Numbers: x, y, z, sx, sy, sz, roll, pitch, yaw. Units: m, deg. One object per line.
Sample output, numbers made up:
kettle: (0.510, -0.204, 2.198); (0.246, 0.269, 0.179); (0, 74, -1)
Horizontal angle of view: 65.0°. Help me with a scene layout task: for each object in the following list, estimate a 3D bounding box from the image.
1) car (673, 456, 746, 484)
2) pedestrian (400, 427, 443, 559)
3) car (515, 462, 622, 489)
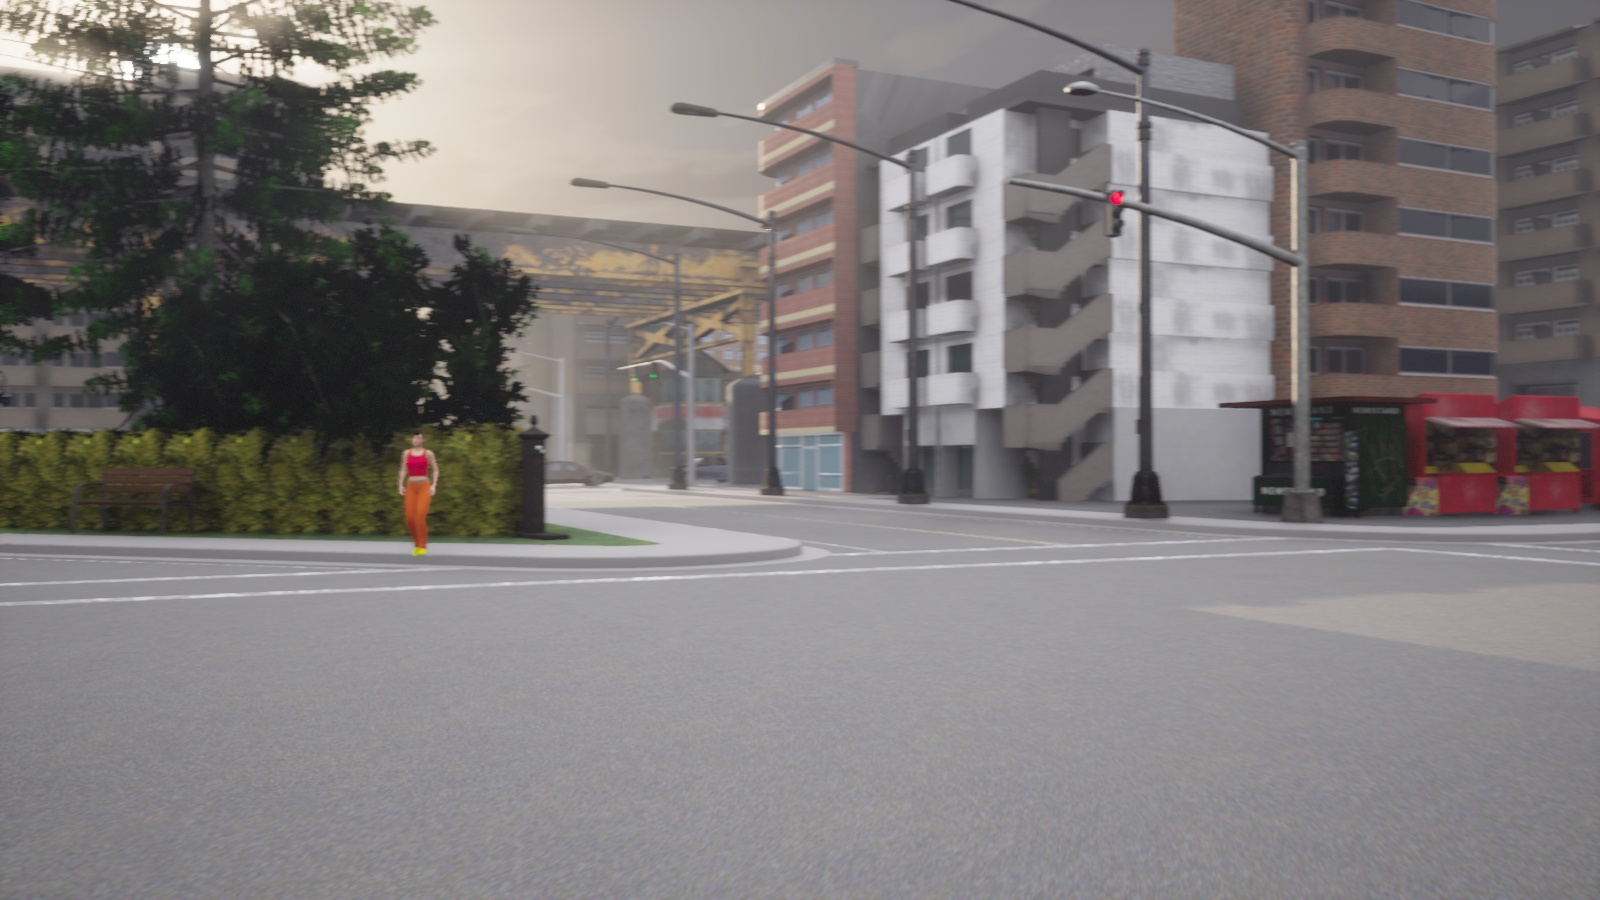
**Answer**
car: (-5.434, 1.197, 75.278); (3.988, 1.617, 1.851); (0, 0, -25)
pedestrian: (-5.367, 0.600, 17.833); (0.345, 1.836, 0.594); (-1, 0, 9)
car: (-12.544, 1.354, 68.025); (5.357, 1.411, 2.033); (0, 0, -25)
